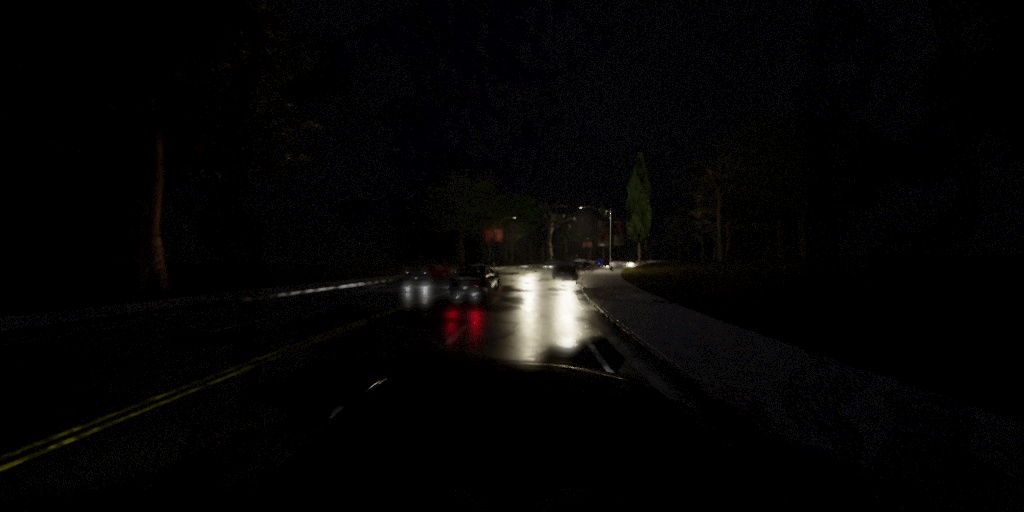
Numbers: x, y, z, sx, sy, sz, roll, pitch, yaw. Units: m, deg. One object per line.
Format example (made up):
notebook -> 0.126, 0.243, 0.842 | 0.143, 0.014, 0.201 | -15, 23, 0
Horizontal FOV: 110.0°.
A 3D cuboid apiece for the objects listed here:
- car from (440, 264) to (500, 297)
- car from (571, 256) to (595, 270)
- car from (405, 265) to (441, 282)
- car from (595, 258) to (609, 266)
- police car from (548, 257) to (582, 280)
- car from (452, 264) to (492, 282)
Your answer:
car -> -1.851, 1.263, 18.952 | 2.128, 1.511, 4.902 | 0, 0, 8
car -> 9.733, 1.120, 50.128 | 2.128, 1.511, 4.902 | 0, 0, 24
car -> -6.852, 1.373, 29.392 | 1.895, 1.301, 4.718 | 0, 0, 12
car -> 15.894, 1.059, 63.362 | 1.812, 1.442, 4.674 | -1, 0, 27
police car -> 4.689, 1.169, 31.098 | 1.930, 1.638, 5.238 | 0, 0, 14
car -> -3.294, 1.366, 30.496 | 1.895, 1.301, 4.718 | 0, 0, 13
